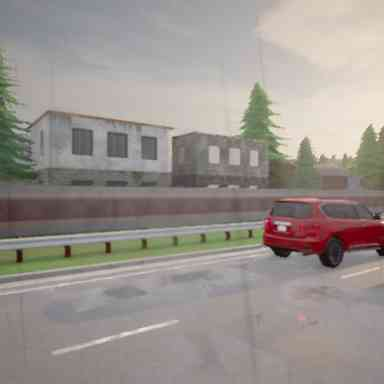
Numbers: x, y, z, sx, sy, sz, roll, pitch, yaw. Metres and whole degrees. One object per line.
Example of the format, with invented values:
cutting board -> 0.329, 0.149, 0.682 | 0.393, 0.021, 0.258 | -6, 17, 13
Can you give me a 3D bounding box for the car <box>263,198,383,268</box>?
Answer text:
car -> 4.946, 1.262, 11.634 | 5.566, 2.045, 2.150 | 2, -1, -34
